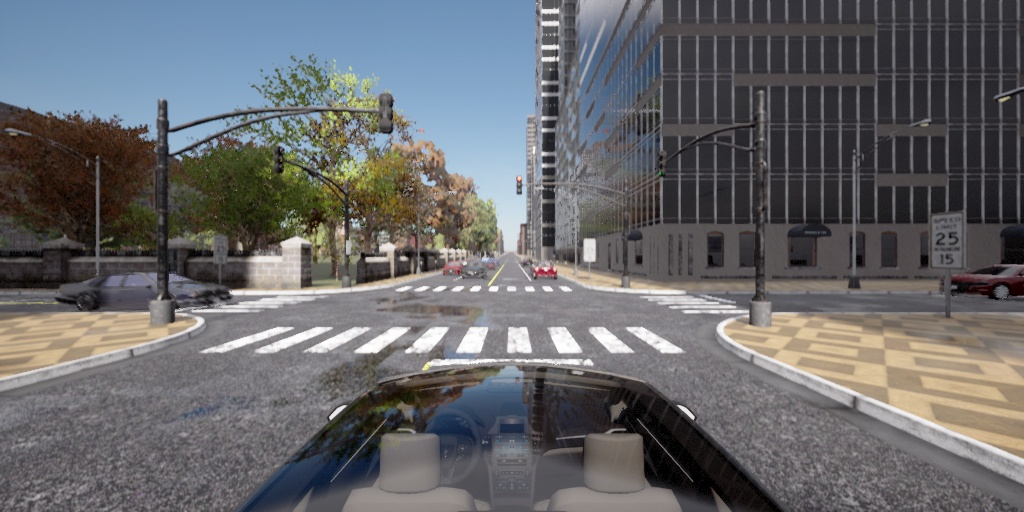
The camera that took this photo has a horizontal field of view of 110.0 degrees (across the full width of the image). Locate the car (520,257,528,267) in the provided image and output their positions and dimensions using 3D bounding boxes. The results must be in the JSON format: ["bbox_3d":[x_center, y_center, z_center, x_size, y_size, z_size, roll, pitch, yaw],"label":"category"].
[{"bbox_3d":[2.614,1.119,58.498,1.948,1.339,4.313,0,0,0],"label":"car"}]

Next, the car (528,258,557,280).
[{"bbox_3d":[2.653,1.094,30.093,1.967,1.591,4.097,0,0,0],"label":"car"}]

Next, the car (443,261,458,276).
[{"bbox_3d":[-5.735,1.180,35.759,1.888,1.381,4.507,0,0,0],"label":"car"}]

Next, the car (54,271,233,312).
[{"bbox_3d":[-13.825,1.288,13.615,5.357,1.411,2.033,0,0,1],"label":"car"}]

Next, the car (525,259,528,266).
[{"bbox_3d":[2.645,1.201,35.773,1.948,1.339,4.313,0,0,0],"label":"car"}]

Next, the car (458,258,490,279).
[{"bbox_3d":[-3.136,1.157,30.646,1.837,1.490,4.892,0,0,0],"label":"car"}]

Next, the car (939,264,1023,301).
[{"bbox_3d":[22.238,1.112,15.990,5.008,1.535,1.882,0,0,1],"label":"car"}]

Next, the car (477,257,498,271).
[{"bbox_3d":[-3.147,1.163,46.000,1.994,1.385,4.181,0,0,0],"label":"car"}]

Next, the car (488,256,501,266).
[{"bbox_3d":[-3.083,1.063,63.293,1.812,1.442,4.674,0,0,0],"label":"car"}]
